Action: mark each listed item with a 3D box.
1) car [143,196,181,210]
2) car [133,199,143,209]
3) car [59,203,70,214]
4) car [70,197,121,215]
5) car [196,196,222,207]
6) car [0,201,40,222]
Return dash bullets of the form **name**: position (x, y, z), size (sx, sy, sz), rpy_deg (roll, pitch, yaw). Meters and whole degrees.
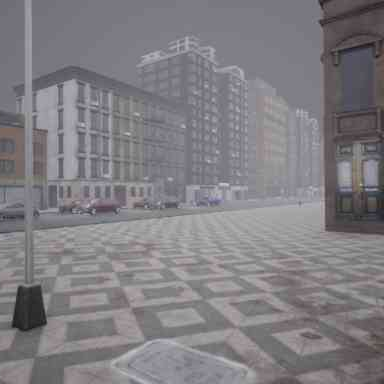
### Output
- **car**: position (-3.424, 1.300, 41.599), size (2.097, 1.767, 4.553), rpy_deg (-1, 0, 35)
- **car**: position (-5.662, 1.450, 44.057), size (1.882, 1.535, 5.008), rpy_deg (-1, 0, 36)
- **car**: position (-11.717, 1.472, 35.535), size (1.882, 1.535, 5.008), rpy_deg (-1, 0, 35)
- **car**: position (-9.337, 1.321, 33.279), size (2.097, 1.767, 4.553), rpy_deg (-1, 0, 35)
- **car**: position (2.577, 1.404, 49.987), size (1.882, 1.535, 5.008), rpy_deg (-1, 0, 36)
- **car**: position (-14.325, 1.550, 26.246), size (1.994, 1.385, 4.181), rpy_deg (-1, 0, 35)
